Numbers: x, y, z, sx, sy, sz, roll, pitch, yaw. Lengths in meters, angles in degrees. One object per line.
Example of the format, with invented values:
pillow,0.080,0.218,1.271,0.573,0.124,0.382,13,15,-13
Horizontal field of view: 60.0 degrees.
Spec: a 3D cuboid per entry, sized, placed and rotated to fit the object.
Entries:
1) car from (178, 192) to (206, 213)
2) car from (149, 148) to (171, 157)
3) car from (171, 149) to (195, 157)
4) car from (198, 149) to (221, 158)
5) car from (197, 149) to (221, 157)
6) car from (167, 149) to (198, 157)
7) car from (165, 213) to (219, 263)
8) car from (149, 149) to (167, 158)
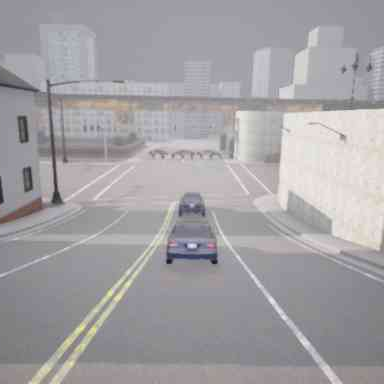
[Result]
car,0.014,0.761,27.004,2.097,1.767,4.553,1,8,0
car,-6.522,-7.973,66.888,4.536,1.218,1.853,13,17,43
car,-1.835,-7.896,66.862,4.536,1.218,1.853,-8,15,-35
car,3.495,-7.818,67.600,4.974,1.542,2.038,8,14,28
car,3.451,-7.978,67.590,4.536,1.218,1.853,8,14,28
car,-1.879,-7.736,66.866,4.974,1.542,2.038,-8,15,-35
car,0.011,1.768,12.892,2.033,1.411,5.357,1,-1,0
car,-6.487,-7.811,66.887,4.974,1.542,2.038,13,17,43
